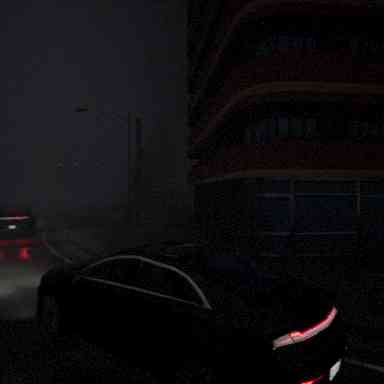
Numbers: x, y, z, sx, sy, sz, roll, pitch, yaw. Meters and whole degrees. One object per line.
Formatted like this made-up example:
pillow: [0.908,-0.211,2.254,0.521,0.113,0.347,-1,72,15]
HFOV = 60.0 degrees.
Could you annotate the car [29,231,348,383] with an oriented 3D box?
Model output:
car: [-0.444,1.494,4.809,4.902,1.511,2.128,0,0,41]

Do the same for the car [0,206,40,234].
car: [-9.599,1.498,18.344,2.128,1.511,4.902,0,0,-22]
